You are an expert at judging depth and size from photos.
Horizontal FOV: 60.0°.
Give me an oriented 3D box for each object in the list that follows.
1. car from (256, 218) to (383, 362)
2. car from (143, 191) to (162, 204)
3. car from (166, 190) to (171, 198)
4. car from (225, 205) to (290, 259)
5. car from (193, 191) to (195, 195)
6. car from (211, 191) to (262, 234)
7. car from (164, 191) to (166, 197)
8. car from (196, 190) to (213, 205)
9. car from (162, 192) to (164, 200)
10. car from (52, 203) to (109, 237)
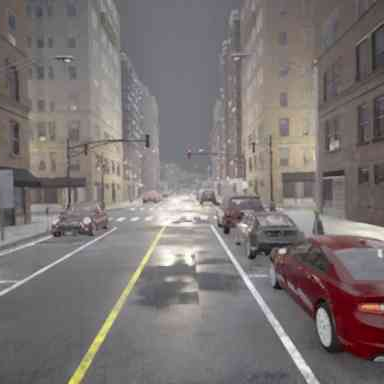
[{"bbox_3d":[2.599,1.418,5.819,1.887,1.381,4.507,-1,1,-1],"label":"car"},{"bbox_3d":[-6.129,0.777,49.609,2.192,1.841,5.009,-1,1,-1],"label":"car"},{"bbox_3d":[-6.533,0.652,77.126,1.887,1.381,4.507,-1,1,-1],"label":"car"},{"bbox_3d":[2.513,1.352,11.500,2.008,1.369,4.403,-1,1,-1],"label":"car"},{"bbox_3d":[1.807,0.482,60.738,2.192,1.841,5.009,-1,1,-1],"label":"car"},{"bbox_3d":[2.422,1.043,17.178,2.192,1.841,5.009,-1,1,-1],"label":"car"},{"bbox_3d":[-6.288,0.871,60.618,2.008,1.369,4.403,-1,1,-1],"label":"car"},{"bbox_3d":[2.072,0.695,44.230,2.192,1.841,5.009,-1,1,-1],"label":"car"},{"bbox_3d":[-6.206,0.957,55.115,1.947,1.339,4.313,-1,1,-1],"label":"car"},{"bbox_3d":[-5.599,1.320,17.058,1.967,1.590,4.097,-1,1,-1],"label":"car"}]
